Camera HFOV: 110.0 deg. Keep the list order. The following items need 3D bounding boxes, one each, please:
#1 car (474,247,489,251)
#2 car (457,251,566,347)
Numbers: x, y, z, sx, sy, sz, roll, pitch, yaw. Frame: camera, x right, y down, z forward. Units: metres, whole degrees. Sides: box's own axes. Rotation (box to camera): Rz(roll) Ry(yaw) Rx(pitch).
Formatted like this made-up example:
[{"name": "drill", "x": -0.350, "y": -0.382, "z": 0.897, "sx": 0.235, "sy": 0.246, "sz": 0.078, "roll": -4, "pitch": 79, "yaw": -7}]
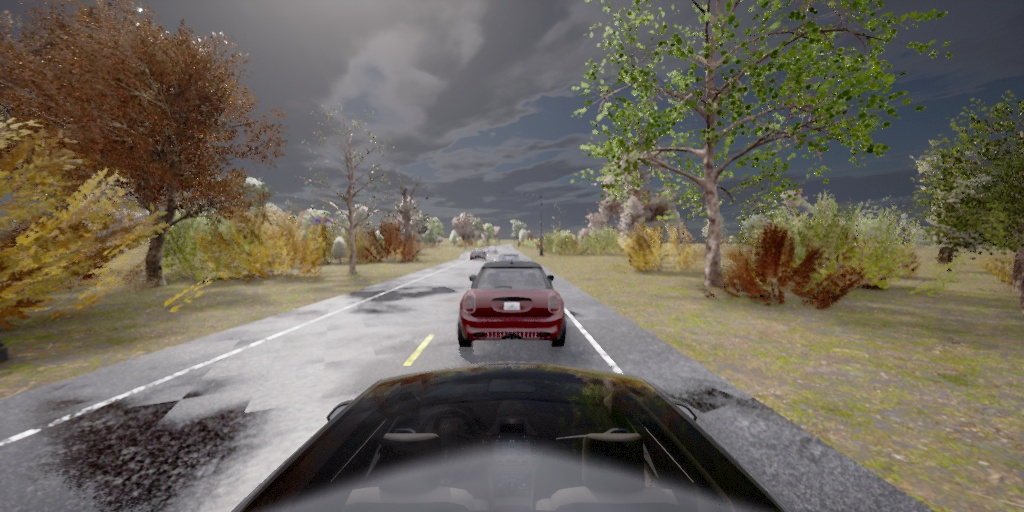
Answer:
[{"name": "car", "x": -4.274, "y": -0.150, "z": 45.732, "sx": 1.994, "sy": 1.385, "sz": 4.181, "roll": 0, "pitch": 2, "yaw": -2}, {"name": "car", "x": -0.009, "y": 0.870, "z": 8.723, "sx": 2.097, "sy": 1.767, "sz": 4.553, "roll": 0, "pitch": 2, "yaw": 0}]
